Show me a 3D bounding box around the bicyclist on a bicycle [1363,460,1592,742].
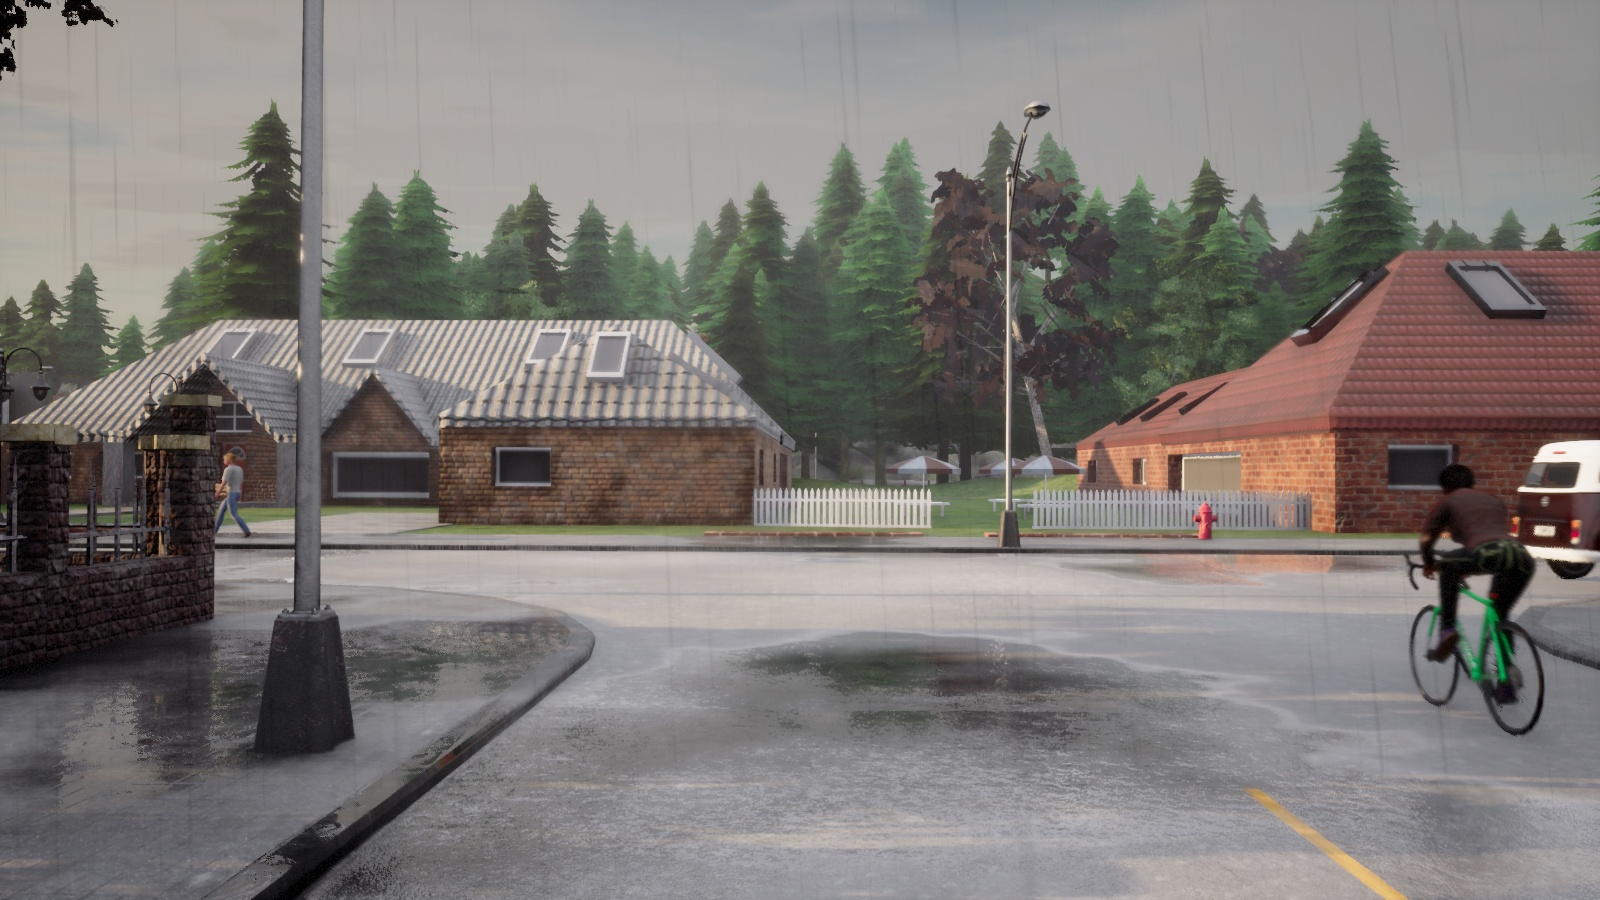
[{"bbox_3d":[4.273,0.886,8.065,0.582,1.620,1.656,0,-1,1],"label":"bicyclist on a bicycle"}]

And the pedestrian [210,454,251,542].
[{"bbox_3d":[-11.996,1.014,26.449,0.706,1.836,0.354,0,-1,1],"label":"pedestrian"}]

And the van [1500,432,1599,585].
[{"bbox_3d":[12.776,0.786,17.842,4.480,2.038,2.069,0,-1,-2],"label":"van"}]
